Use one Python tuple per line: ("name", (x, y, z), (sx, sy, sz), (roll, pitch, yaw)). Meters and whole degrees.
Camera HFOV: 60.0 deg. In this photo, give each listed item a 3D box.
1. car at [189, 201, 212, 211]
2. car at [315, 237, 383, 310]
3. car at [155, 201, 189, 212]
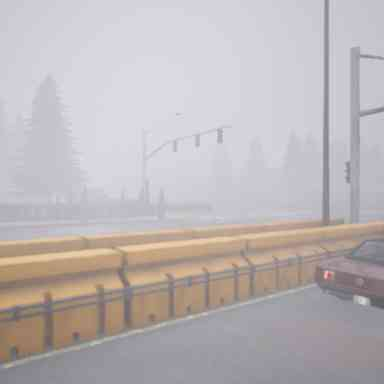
("car", (0.484, 1.732, 42.080), (1.895, 1.301, 4.718), (0, 0, -35))
("car", (4.821, 1.644, 7.182), (4.718, 1.301, 1.895), (0, 0, -35))
("car", (-2.800, 1.713, 40.647), (1.895, 1.301, 4.718), (0, 0, -35))
